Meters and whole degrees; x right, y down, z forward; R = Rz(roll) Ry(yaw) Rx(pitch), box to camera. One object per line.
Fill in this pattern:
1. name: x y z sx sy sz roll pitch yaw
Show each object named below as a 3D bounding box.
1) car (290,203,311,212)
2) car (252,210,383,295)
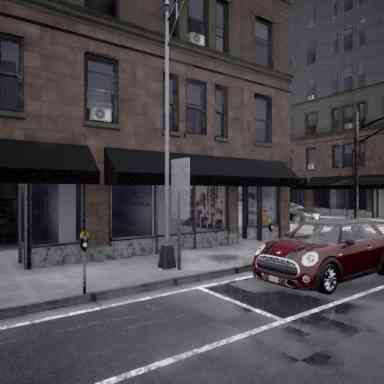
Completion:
1. car: 7.071 1.537 24.623 2.128 1.511 4.902 0 0 -35
2. car: 3.464 1.440 8.670 4.097 1.590 1.967 0 0 -36
